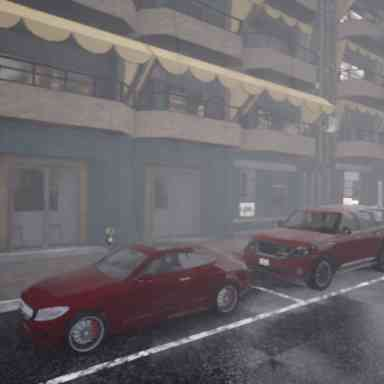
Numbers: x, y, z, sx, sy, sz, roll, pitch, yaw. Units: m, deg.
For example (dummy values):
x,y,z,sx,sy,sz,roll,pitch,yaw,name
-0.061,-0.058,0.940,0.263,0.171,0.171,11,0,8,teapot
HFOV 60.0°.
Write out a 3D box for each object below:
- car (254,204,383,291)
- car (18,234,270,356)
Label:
x,y,z,sx,sy,sz,roll,pitch,yaw,name
3.736,1.309,9.206,5.009,1.841,2.192,0,1,-35,car
-0.762,1.579,6.002,4.206,1.307,1.802,0,1,-35,car
